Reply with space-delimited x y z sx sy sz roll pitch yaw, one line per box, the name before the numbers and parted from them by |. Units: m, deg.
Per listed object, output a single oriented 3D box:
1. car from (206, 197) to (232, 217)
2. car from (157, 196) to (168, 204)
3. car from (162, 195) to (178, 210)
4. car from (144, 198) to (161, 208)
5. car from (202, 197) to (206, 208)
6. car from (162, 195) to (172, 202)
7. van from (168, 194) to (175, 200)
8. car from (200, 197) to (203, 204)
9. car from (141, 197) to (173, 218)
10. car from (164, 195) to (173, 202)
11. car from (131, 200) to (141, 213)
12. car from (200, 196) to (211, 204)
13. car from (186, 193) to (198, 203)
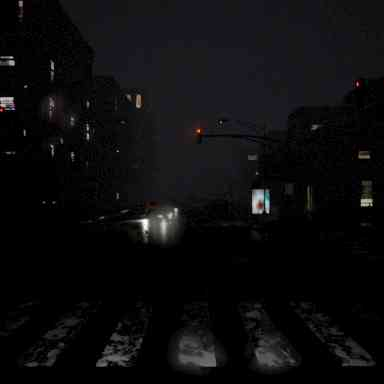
car | 2.648 1.446 31.784 1.967 1.590 4.097 0 0 0
car | -5.771 1.565 65.773 1.752 1.417 4.829 0 0 0
car | -3.144 1.504 40.613 2.128 1.511 4.902 0 0 0
car | -5.751 1.571 48.853 2.008 1.369 4.403 0 0 0
car | 2.636 1.597 43.178 1.802 1.307 4.206 0 0 0
car | -5.786 1.497 77.335 1.967 1.590 4.097 0 0 0
van | -5.806 1.430 94.426 1.690 1.788 3.998 -1 0 0
car | 2.629 1.571 48.875 2.008 1.369 4.403 0 0 0
car | -3.126 1.483 30.789 1.882 1.535 5.008 0 0 1
car | -5.791 1.592 82.862 1.752 1.417 4.829 -1 0 0
car | -5.738 1.561 37.459 2.008 1.369 4.403 0 0 0
car | 2.610 1.591 65.965 2.008 1.369 4.403 -1 0 0
car | 0.010 1.269 70.594 2.150 2.045 5.566 0 0 0
